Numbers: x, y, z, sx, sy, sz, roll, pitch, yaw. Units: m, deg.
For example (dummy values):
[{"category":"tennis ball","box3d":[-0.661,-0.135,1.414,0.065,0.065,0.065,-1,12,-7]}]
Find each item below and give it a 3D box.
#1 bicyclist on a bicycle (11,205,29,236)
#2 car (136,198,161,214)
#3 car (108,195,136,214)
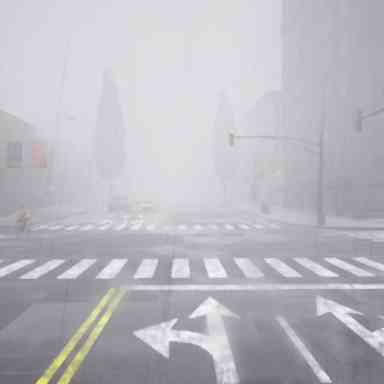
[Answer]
[{"category":"bicyclist on a bicycle","box3d":[-9.020,1.486,17.612,0.866,1.612,1.509,0,0,-1]},{"category":"car","box3d":[-4.849,1.595,37.843,1.882,1.535,5.008,0,0,-4]},{"category":"car","box3d":[-8.120,1.342,38.056,2.150,2.045,5.566,0,0,-4]}]
